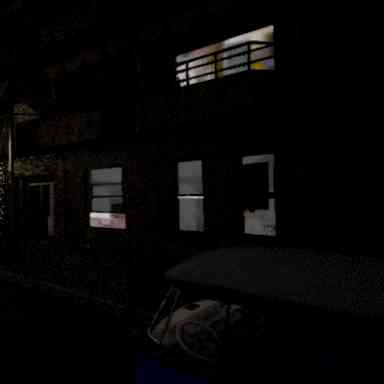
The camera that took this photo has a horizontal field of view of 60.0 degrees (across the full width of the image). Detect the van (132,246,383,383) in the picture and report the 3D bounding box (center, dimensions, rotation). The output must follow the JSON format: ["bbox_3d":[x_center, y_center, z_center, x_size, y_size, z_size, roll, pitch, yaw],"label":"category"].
[{"bbox_3d":[1.390,1.341,1.905,3.998,1.788,1.690,0,-1,36],"label":"van"}]
